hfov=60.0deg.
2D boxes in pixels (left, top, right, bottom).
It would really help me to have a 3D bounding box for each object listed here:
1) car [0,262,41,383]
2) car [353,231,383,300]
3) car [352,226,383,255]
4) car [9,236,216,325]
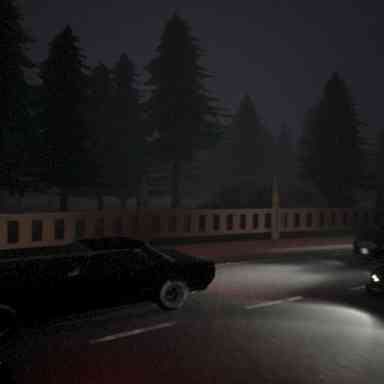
[{"bbox_3d":[-3.408,1.457,1.228,4.902,1.511,2.128,1,0,-34],"label":"car"},{"bbox_3d":[6.193,1.615,6.840,5.357,1.411,2.033,1,0,-22],"label":"car"},{"bbox_3d":[7.639,1.578,10.937,4.902,1.511,2.128,1,0,-17],"label":"car"},{"bbox_3d":[-1.964,1.585,6.341,4.718,1.301,1.895,1,0,-31],"label":"car"}]
